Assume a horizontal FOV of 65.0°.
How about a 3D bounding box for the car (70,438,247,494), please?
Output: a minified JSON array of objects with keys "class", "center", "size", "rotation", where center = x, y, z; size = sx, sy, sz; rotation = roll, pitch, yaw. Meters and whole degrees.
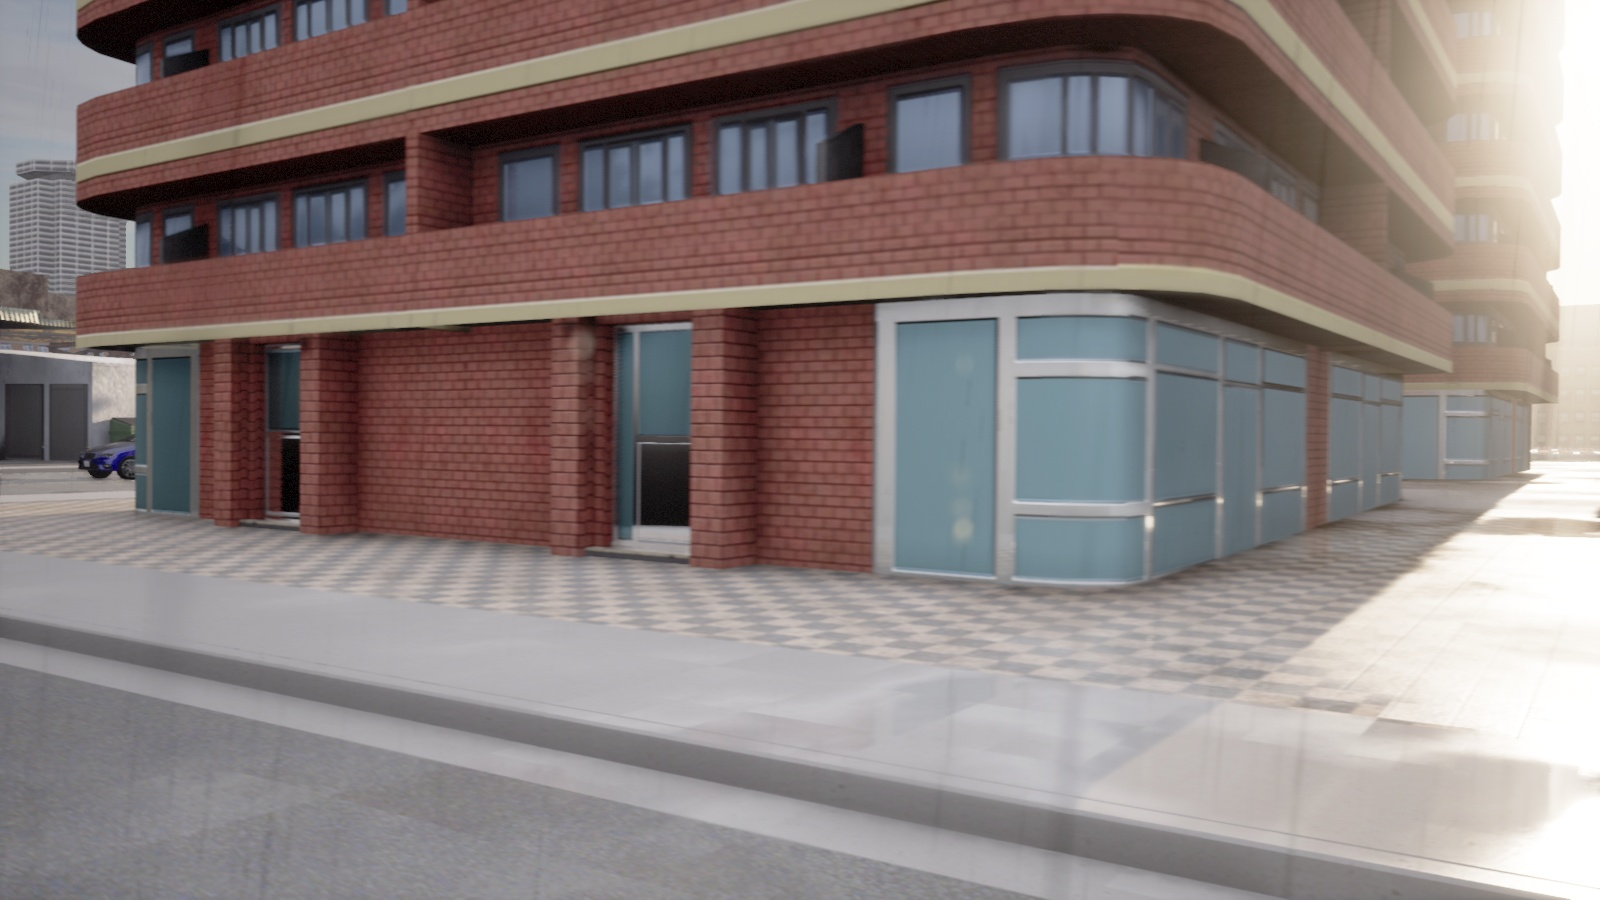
[{"class":"car","center":[-18.466,0.417,36.317],"size":[1.816,1.474,4.193],"rotation":[0,1,33]}]
